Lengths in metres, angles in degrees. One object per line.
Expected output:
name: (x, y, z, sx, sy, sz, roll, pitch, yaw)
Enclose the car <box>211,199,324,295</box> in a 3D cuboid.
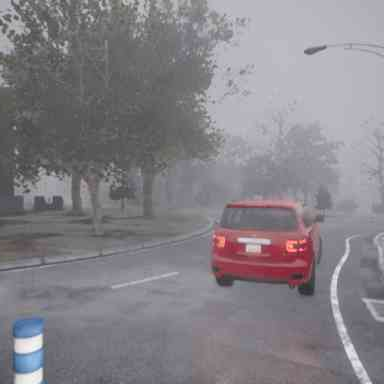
car: (2.254, 1.197, 9.020, 2.150, 2.045, 5.566, 0, 0, 23)
